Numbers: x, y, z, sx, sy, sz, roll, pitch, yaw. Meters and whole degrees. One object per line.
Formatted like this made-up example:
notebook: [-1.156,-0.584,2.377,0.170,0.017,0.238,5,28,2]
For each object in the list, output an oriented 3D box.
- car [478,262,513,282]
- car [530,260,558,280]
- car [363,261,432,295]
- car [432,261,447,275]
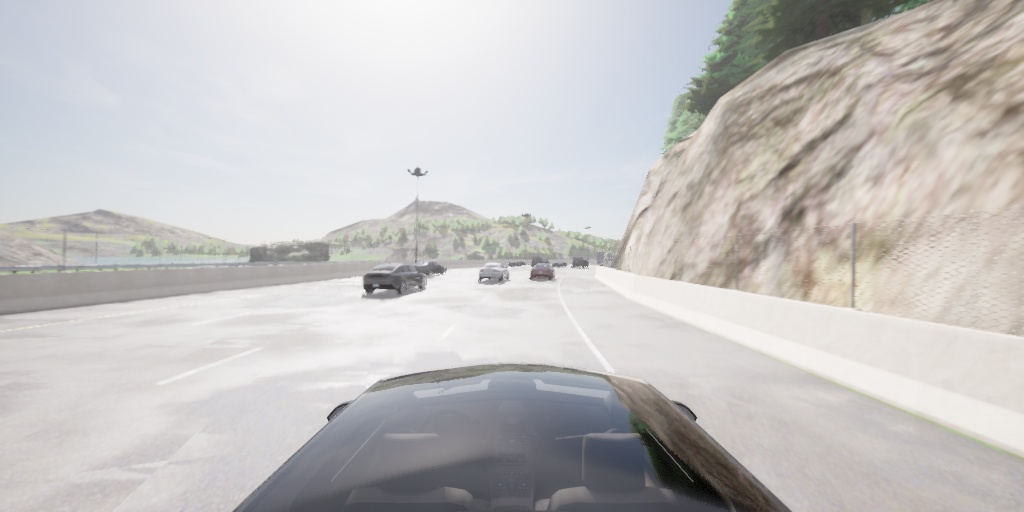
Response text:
car: [-1.418,1.259,28.800,1.812,1.442,4.674,1,0,9]
car: [2.821,1.366,32.710,1.994,1.385,4.181,1,0,11]
car: [-6.147,1.161,19.257,1.837,1.490,4.892,0,0,6]
car: [-8.076,1.176,34.437,2.033,1.411,5.357,1,0,13]
